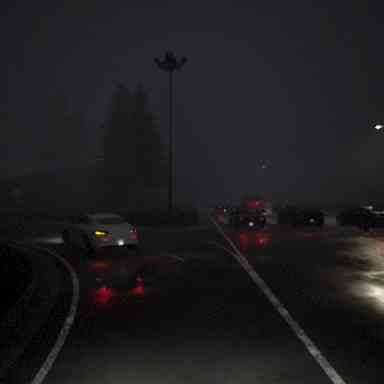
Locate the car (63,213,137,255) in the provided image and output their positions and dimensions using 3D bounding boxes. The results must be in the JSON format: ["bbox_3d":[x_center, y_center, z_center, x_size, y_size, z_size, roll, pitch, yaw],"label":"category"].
[{"bbox_3d":[-3.822,1.568,13.613,1.812,1.442,4.674,1,-1,-35],"label":"car"}]

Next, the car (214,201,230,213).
[{"bbox_3d":[3.603,1.720,38.533,1.895,1.301,4.718,0,0,0],"label":"car"}]

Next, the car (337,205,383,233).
[{"bbox_3d":[10.602,1.555,20.338,2.128,1.511,4.902,0,0,0],"label":"car"}]

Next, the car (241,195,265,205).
[{"bbox_3d":[7.103,1.342,39.200,2.150,2.045,5.566,0,0,0],"label":"car"}]

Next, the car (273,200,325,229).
[{"bbox_3d":[7.103,1.546,22.166,1.882,1.535,5.008,0,0,0],"label":"car"}]

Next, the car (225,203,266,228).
[{"bbox_3d":[3.602,1.670,22.466,1.895,1.301,4.718,0,0,0],"label":"car"}]
